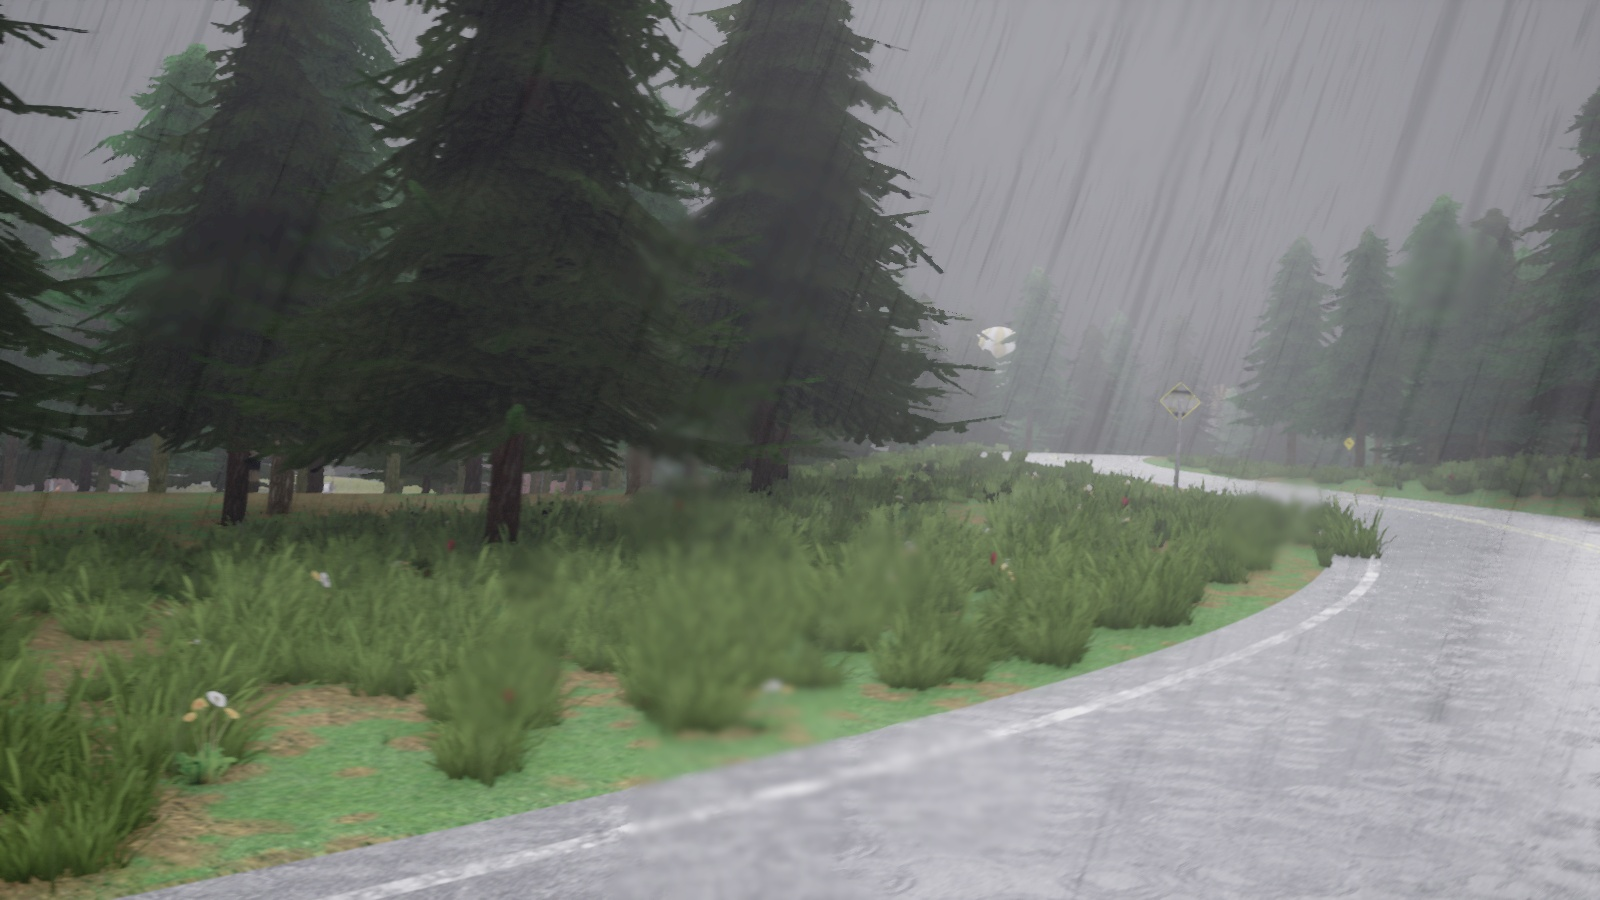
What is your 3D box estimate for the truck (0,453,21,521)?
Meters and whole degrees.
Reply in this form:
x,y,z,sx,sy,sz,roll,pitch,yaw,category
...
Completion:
x,y,z,sx,sy,sz,roll,pitch,yaw,category
-48.947,1.833,70.351,8.468,3.827,2.891,6,-4,-39,truck
